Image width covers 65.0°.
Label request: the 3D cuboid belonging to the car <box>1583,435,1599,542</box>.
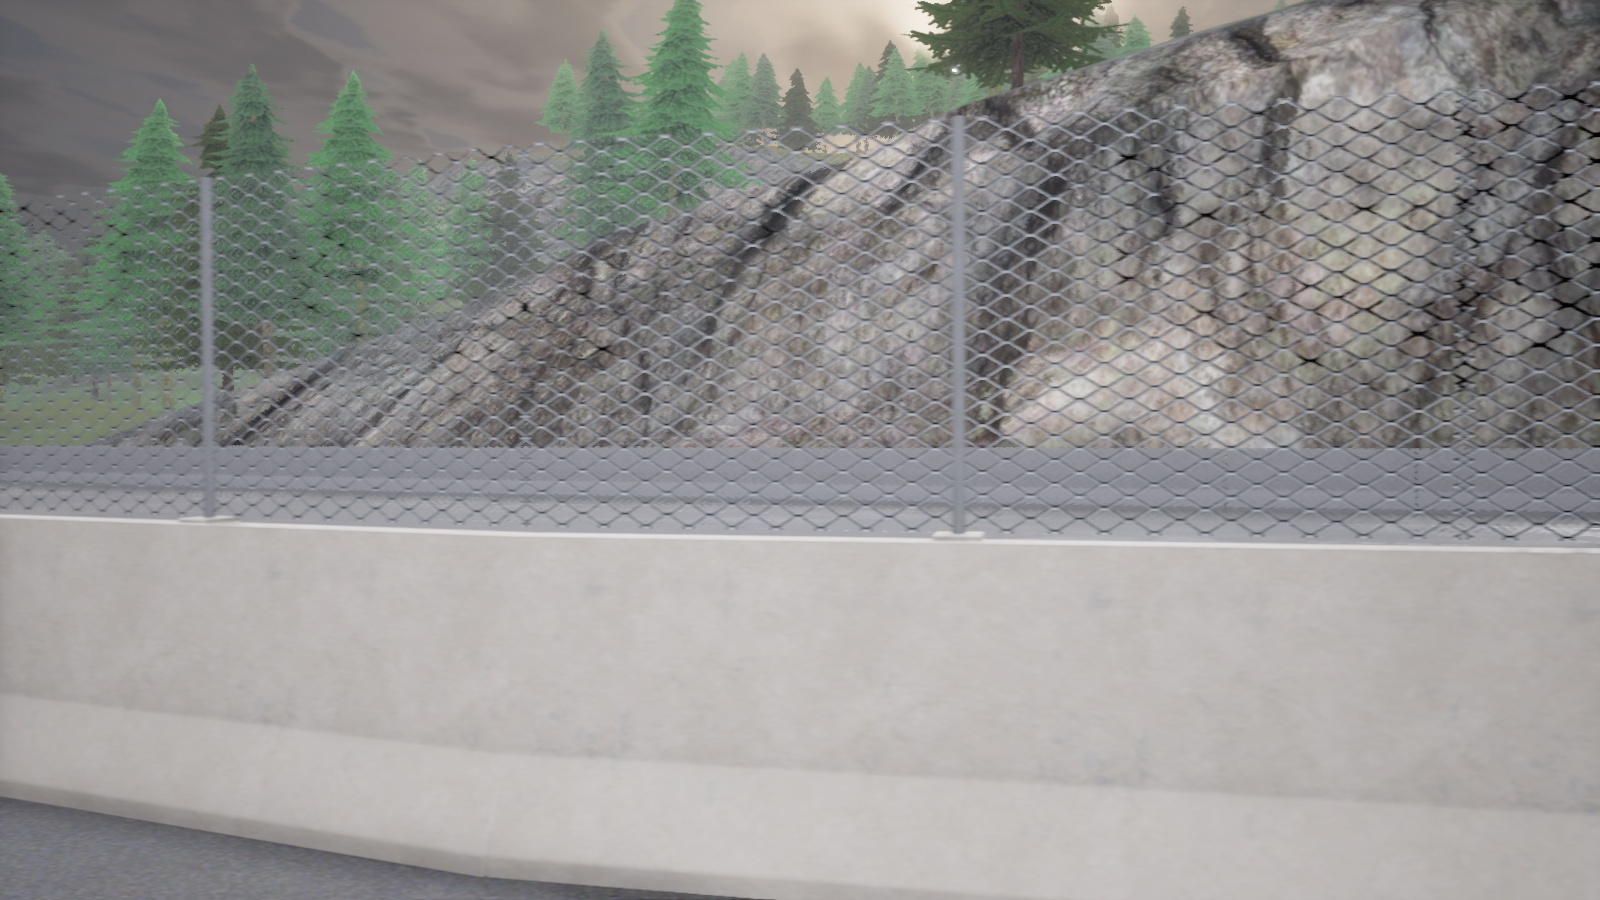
[{"bbox_3d":[13.854,0.584,17.165,5.008,1.535,1.882,0,1,16],"label":"car"}]
